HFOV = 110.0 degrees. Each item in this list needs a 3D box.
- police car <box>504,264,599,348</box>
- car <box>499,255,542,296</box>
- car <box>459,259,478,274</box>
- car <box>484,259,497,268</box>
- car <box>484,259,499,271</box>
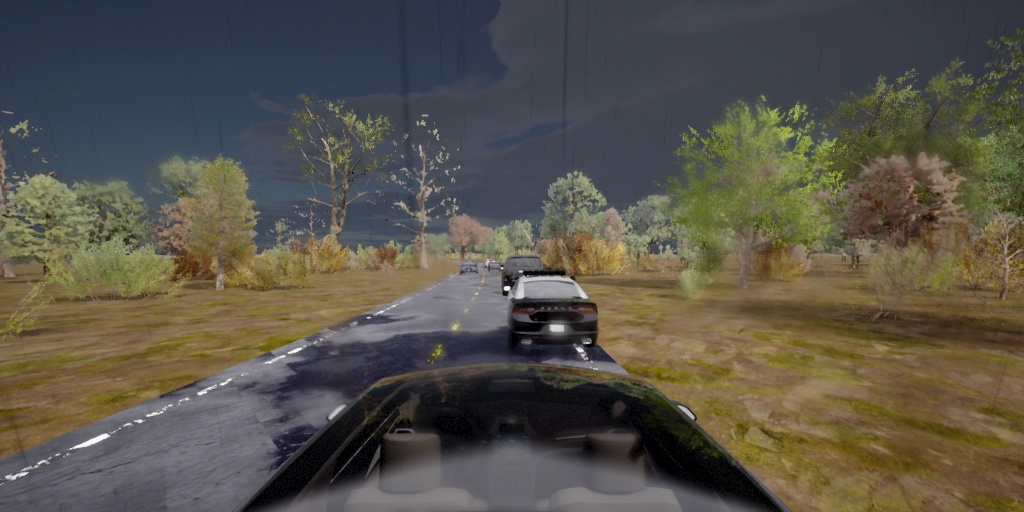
[{"bbox_3d":[0.820,1.174,9.415,1.930,1.638,5.238,0,0,-1],"label":"police car"},{"bbox_3d":[0.531,0.972,19.380,2.150,2.045,5.566,0,0,-2],"label":"car"},{"bbox_3d":[-4.731,1.313,39.743,1.994,1.385,4.181,0,0,-5],"label":"car"},{"bbox_3d":[-3.593,1.278,59.865,1.812,1.442,4.674,0,0,-8],"label":"car"},{"bbox_3d":[-2.313,1.240,48.066,2.128,1.511,4.902,0,0,-5],"label":"car"}]
